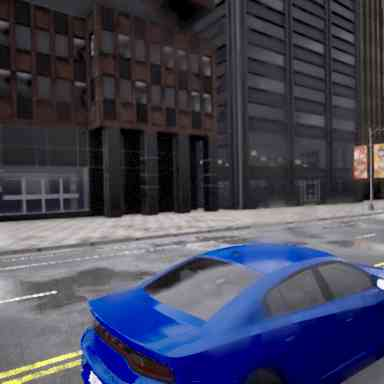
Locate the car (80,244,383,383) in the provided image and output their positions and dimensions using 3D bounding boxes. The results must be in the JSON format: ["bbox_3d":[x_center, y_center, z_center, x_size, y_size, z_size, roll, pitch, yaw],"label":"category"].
[{"bbox_3d":[1.187,1.426,4.291,5.008,1.535,1.882,-1,1,-36],"label":"car"}]
